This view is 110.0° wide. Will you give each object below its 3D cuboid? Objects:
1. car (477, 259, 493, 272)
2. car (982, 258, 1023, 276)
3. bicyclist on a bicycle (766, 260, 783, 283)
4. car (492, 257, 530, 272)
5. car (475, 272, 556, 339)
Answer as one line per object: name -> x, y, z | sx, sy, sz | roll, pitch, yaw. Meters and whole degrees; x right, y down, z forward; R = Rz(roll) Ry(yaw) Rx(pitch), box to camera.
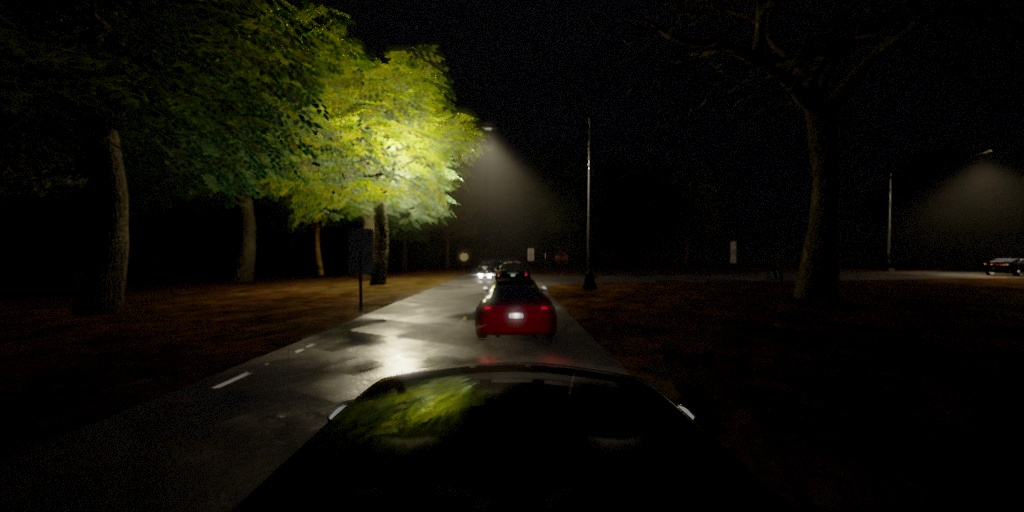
car -> -3.168, 1.238, 44.508 | 2.128, 1.511, 4.902 | 1, 0, 0
car -> 42.410, 0.899, 30.090 | 4.902, 1.511, 2.128 | 0, 1, -7
bicyclist on a bicycle -> 18.501, 1.078, 25.295 | 0.582, 1.620, 1.656 | -1, 0, 0
car -> 0.051, 1.123, 22.848 | 2.097, 1.767, 4.553 | 0, 0, 0
car -> 0.081, 1.328, 10.155 | 1.994, 1.385, 4.181 | 0, 0, 0
